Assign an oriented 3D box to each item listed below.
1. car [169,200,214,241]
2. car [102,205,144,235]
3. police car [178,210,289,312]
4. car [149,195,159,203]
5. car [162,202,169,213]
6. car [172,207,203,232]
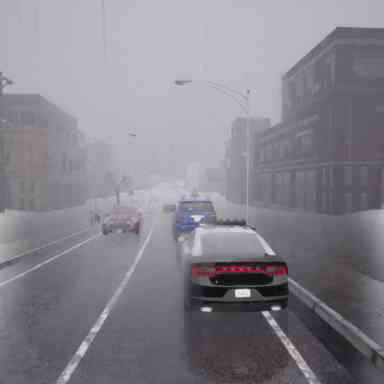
[{"bbox_3d":[0.048,1.435,17.985,2.150,2.045,5.566,0,-1,-5],"label":"car"},{"bbox_3d":[-4.181,1.650,20.642,2.097,1.767,4.553,0,-2,-5],"label":"car"},{"bbox_3d":[0.708,1.464,7.981,1.930,1.638,5.238,0,-1,-3],"label":"police car"},{"bbox_3d":[-8.251,1.499,72.208,2.128,1.511,4.902,0,2,-5],"label":"car"},{"bbox_3d":[-3.145,2.130,46.738,1.882,1.535,5.008,0,0,-4],"label":"car"},{"bbox_3d":[-0.432,1.853,23.954,1.882,1.535,5.008,0,-2,-5],"label":"car"}]
